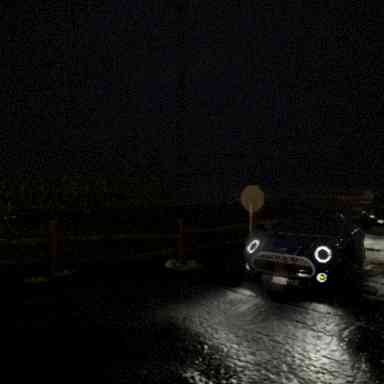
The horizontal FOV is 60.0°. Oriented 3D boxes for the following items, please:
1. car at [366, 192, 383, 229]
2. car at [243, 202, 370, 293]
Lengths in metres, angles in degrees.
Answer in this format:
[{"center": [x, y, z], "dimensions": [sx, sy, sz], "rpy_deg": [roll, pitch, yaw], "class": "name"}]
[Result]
[{"center": [11.105, 1.040, 18.296], "dimensions": [2.150, 2.045, 5.566], "rpy_deg": [1, 2, 43], "class": "car"}, {"center": [3.161, 1.268, 8.876], "dimensions": [2.097, 1.767, 4.553], "rpy_deg": [1, 1, 36], "class": "car"}]
